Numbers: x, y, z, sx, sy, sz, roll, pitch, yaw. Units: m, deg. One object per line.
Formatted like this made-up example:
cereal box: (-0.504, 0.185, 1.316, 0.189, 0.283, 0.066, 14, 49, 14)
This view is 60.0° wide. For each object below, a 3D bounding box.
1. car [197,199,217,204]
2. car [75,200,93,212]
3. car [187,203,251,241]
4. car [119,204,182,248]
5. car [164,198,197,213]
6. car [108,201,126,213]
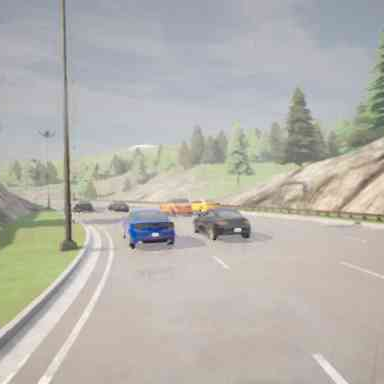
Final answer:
car: (1.238, 1.484, 35.936, 1.882, 1.535, 5.008, -1, 0, -25)
car: (-14.374, 1.890, 44.359, 1.837, 1.490, 4.892, -1, 0, -25)
car: (1.381, 1.510, 16.687, 1.812, 1.442, 4.674, -1, 0, -16)
car: (-2.127, 1.544, 15.441, 1.882, 1.535, 5.008, -1, 0, -16)
car: (-1.687, 1.426, 33.872, 2.097, 1.767, 4.553, -1, 0, -25)
car: (-9.204, 1.824, 41.615, 1.994, 1.385, 4.181, -1, 0, -25)
